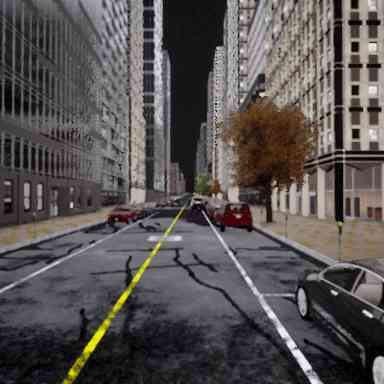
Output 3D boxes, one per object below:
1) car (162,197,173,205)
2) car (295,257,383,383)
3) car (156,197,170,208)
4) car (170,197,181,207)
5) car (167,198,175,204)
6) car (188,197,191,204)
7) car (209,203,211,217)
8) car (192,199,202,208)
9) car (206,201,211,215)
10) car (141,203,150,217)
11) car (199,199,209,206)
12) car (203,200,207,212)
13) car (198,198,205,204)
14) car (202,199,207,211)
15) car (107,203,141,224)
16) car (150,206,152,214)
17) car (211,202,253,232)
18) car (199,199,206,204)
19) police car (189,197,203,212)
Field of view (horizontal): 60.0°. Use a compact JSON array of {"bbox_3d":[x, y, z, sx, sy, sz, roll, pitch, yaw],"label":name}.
[{"bbox_3d":[-5.723,2.070,78.447,2.192,1.841,5.009,0,0,0],"label":"car"},{"bbox_3d":[2.792,1.603,4.668,2.008,1.369,4.403,0,-1,0],"label":"car"},{"bbox_3d":[-5.716,2.154,61.418,1.887,1.381,4.507,0,-1,0],"label":"car"},{"bbox_3d":[-3.057,2.162,64.546,1.812,1.442,4.674,0,0,1],"label":"car"},{"bbox_3d":[-5.731,2.428,89.795,1.802,1.307,4.206,1,0,0],"label":"car"},{"bbox_3d":[0.871,1.784,55.656,2.150,2.045,5.566,0,-1,0],"label":"car"},{"bbox_3d":[2.681,1.816,27.535,1.752,1.417,4.829,0,-1,0],"label":"car"},{"bbox_3d":[0.868,2.090,61.623,1.882,1.535,5.008,0,0,0],"label":"car"},{"bbox_3d":[2.678,1.891,33.039,1.887,1.381,4.507,0,-1,0],"label":"car"},{"bbox_3d":[-5.702,1.897,33.040,2.008,1.369,4.403,0,-1,0],"label":"car"},{"bbox_3d":[2.659,2.273,72.762,1.947,1.339,4.313,0,0,0],"label":"car"},{"bbox_3d":[2.675,1.952,38.713,2.008,1.369,4.403,0,-1,0],"label":"car"},{"bbox_3d":[2.650,2.428,89.785,1.802,1.307,4.206,1,0,0],"label":"car"},{"bbox_3d":[2.673,1.982,44.559,1.752,1.417,4.829,0,-1,0],"label":"car"},{"bbox_3d":[-5.699,1.834,27.365,1.887,1.381,4.507,0,-1,0],"label":"car"},{"bbox_3d":[-5.705,1.952,38.715,2.008,1.369,4.403,0,-1,0],"label":"car"},{"bbox_3d":[2.685,1.546,21.693,2.192,1.841,5.009,0,-1,0],"label":"car"},{"bbox_3d":[2.653,2.383,84.110,1.802,1.307,4.206,1,0,0],"label":"car"},{"bbox_3d":[0.876,1.893,45.734,1.930,1.638,5.238,0,-1,0],"label":"police car"}]
